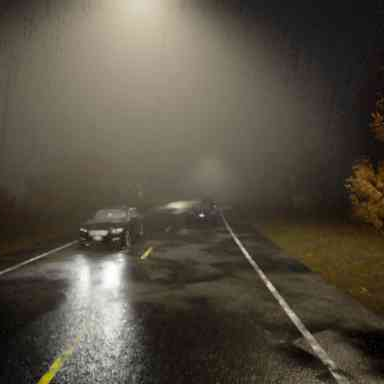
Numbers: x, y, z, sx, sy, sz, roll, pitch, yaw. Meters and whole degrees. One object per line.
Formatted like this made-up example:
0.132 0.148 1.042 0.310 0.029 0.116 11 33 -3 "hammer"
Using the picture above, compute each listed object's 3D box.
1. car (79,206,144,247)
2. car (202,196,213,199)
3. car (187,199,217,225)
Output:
-3.329 1.393 14.477 2.128 1.511 4.902 0 0 2 "car"
1.897 1.248 41.011 1.812 1.442 4.674 0 0 5 "car"
0.693 1.413 22.658 1.994 1.385 4.181 0 1 3 "car"
